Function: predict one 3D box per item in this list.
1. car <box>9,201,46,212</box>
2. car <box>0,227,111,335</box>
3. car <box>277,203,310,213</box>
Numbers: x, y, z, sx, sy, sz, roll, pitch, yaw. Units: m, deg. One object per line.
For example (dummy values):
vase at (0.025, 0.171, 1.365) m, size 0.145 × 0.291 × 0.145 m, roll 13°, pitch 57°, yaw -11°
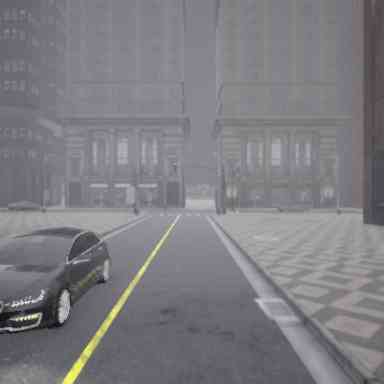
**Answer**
car at (-22.106, 2.008, 44.702) m, size 4.674 × 1.442 × 1.812 m, roll 0°, pitch 0°, yaw 0°
car at (-3.101, 1.594, 7.203) m, size 1.837 × 1.490 × 4.892 m, roll 0°, pitch -1°, yaw 0°
car at (13.646, 2.140, 44.644) m, size 4.181 × 1.385 × 1.994 m, roll 0°, pitch 0°, yaw 0°
